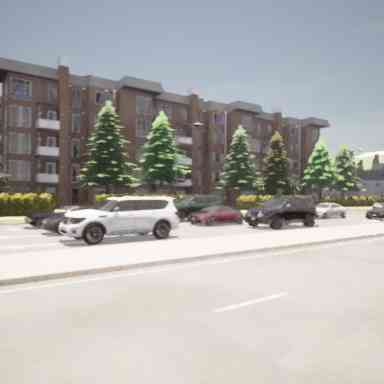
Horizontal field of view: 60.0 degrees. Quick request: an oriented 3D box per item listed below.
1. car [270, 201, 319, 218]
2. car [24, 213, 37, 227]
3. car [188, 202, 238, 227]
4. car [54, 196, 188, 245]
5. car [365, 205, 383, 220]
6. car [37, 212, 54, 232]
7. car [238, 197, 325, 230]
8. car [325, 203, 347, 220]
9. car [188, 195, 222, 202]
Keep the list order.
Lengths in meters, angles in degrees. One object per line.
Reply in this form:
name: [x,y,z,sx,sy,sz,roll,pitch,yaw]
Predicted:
car: [10.461,1.691,33.786,4.902,1.511,2.128,1,0,-35]
car: [-7.936,1.554,21.005,4.718,1.301,1.895,1,0,-35]
car: [1.739,1.636,23.480,4.181,1.385,1.994,1,0,-35]
car: [-3.222,1.218,15.757,5.566,2.045,2.150,1,0,-35]
car: [17.586,1.840,30.194,4.181,1.385,1.994,1,0,-34]
car: [-5.681,1.499,18.310,4.674,1.442,1.812,1,0,-35]
car: [6.071,1.344,22.223,5.566,2.045,2.150,1,0,-35]
car: [12.536,1.745,30.964,4.674,1.442,1.812,0,0,-35]
car: [0.077,1.282,26.580,5.566,2.045,2.150,1,0,-35]
